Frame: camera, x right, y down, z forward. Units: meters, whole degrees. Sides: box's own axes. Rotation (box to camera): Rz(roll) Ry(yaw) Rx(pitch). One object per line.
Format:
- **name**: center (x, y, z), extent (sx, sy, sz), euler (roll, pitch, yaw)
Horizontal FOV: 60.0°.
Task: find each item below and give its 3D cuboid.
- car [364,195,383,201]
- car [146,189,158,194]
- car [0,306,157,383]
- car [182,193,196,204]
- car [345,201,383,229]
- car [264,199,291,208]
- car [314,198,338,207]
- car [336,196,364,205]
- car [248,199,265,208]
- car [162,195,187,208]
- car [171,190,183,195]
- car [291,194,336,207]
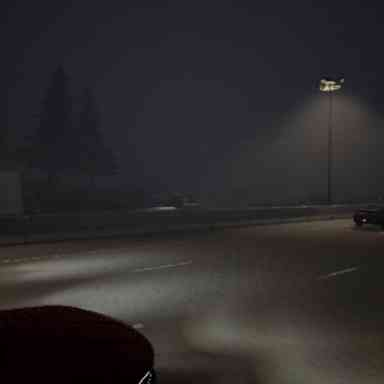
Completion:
- **car**: center (29.325, 1.715, 52.645), extent (4.892, 1.490, 1.837), euler (0, 0, -37)
- **car**: center (-11.360, -0.268, 93.947), extent (1.994, 1.385, 4.181), euler (0, 4, -39)
- **car**: center (-2.552, 1.456, 1.969), extent (5.008, 1.535, 1.882), euler (0, 0, -37)
- **car**: center (-0.312, 1.322, 64.502), extent (2.097, 1.767, 4.553), euler (0, 0, -1)
- **car**: center (12.768, 1.583, 22.360), extent (4.902, 1.511, 2.128), euler (0, 0, -37)
- **car**: center (12.217, 1.685, 44.139), extent (4.718, 1.301, 1.895), euler (0, 0, -37)
- **car**: center (22.752, 1.725, 56.452), extent (4.181, 1.385, 1.994), euler (0, 0, -37)
- **car**: center (25.095, 1.727, 53.835), extent (5.357, 1.411, 2.033), euler (0, 0, -36)
- **car**: center (10.087, 1.669, 46.913), extent (4.718, 1.301, 1.895), euler (0, 0, -37)
- **car**: center (-2.745, 1.537, 48.364), extent (1.994, 1.385, 4.181), euler (1, 0, 17)
- **car**: center (-3.425, 0.694, 80.422), extent (2.150, 2.045, 5.566), euler (0, 2, -20)
- **car**: center (15.485, 1.331, 42.218), extent (5.566, 2.045, 2.150), euler (0, 0, -37)
